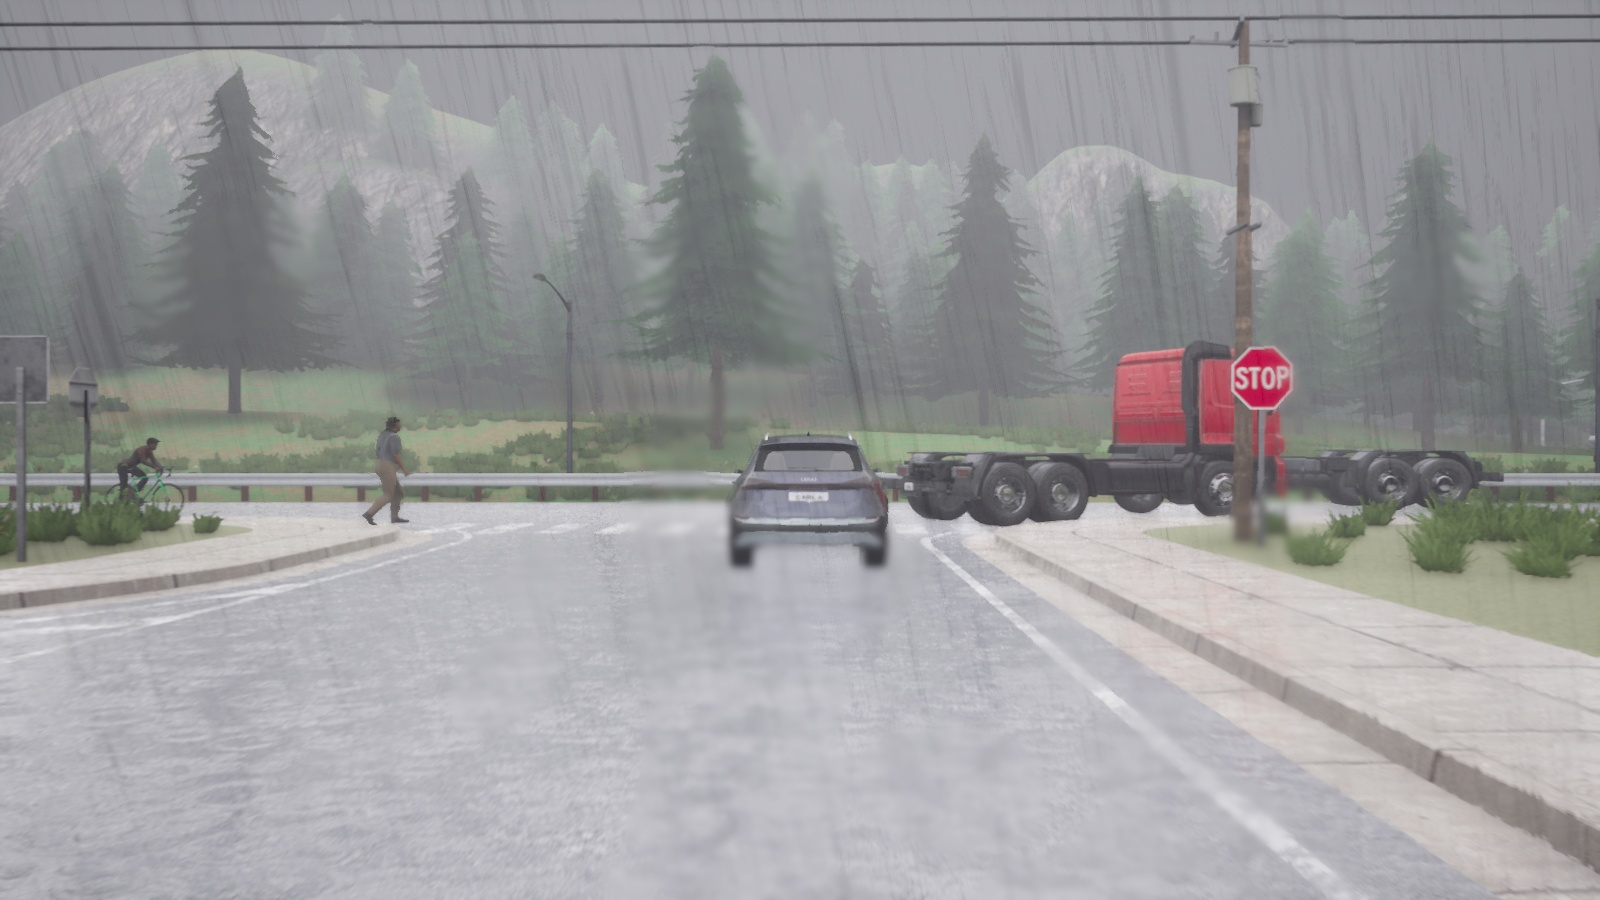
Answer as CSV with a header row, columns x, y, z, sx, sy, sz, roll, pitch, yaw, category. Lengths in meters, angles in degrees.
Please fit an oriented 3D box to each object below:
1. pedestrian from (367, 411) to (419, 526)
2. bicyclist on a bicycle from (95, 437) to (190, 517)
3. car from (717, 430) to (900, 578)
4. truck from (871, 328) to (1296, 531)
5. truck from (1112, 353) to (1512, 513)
x,y,z,sx,sy,sz,roll,pitch,yaw,category
-6.651,0.295,20.532,0.694,1.848,0.540,0,0,-32,pedestrian
-13.488,0.543,25.777,1.656,1.620,0.582,0,0,1,bicyclist on a bicycle
0.109,0.584,16.363,2.033,1.649,4.856,0,0,0,car
5.572,-0.369,24.449,7.936,3.462,2.891,0,0,-25,truck
11.445,-0.387,28.691,7.936,3.462,2.891,0,0,1,truck
